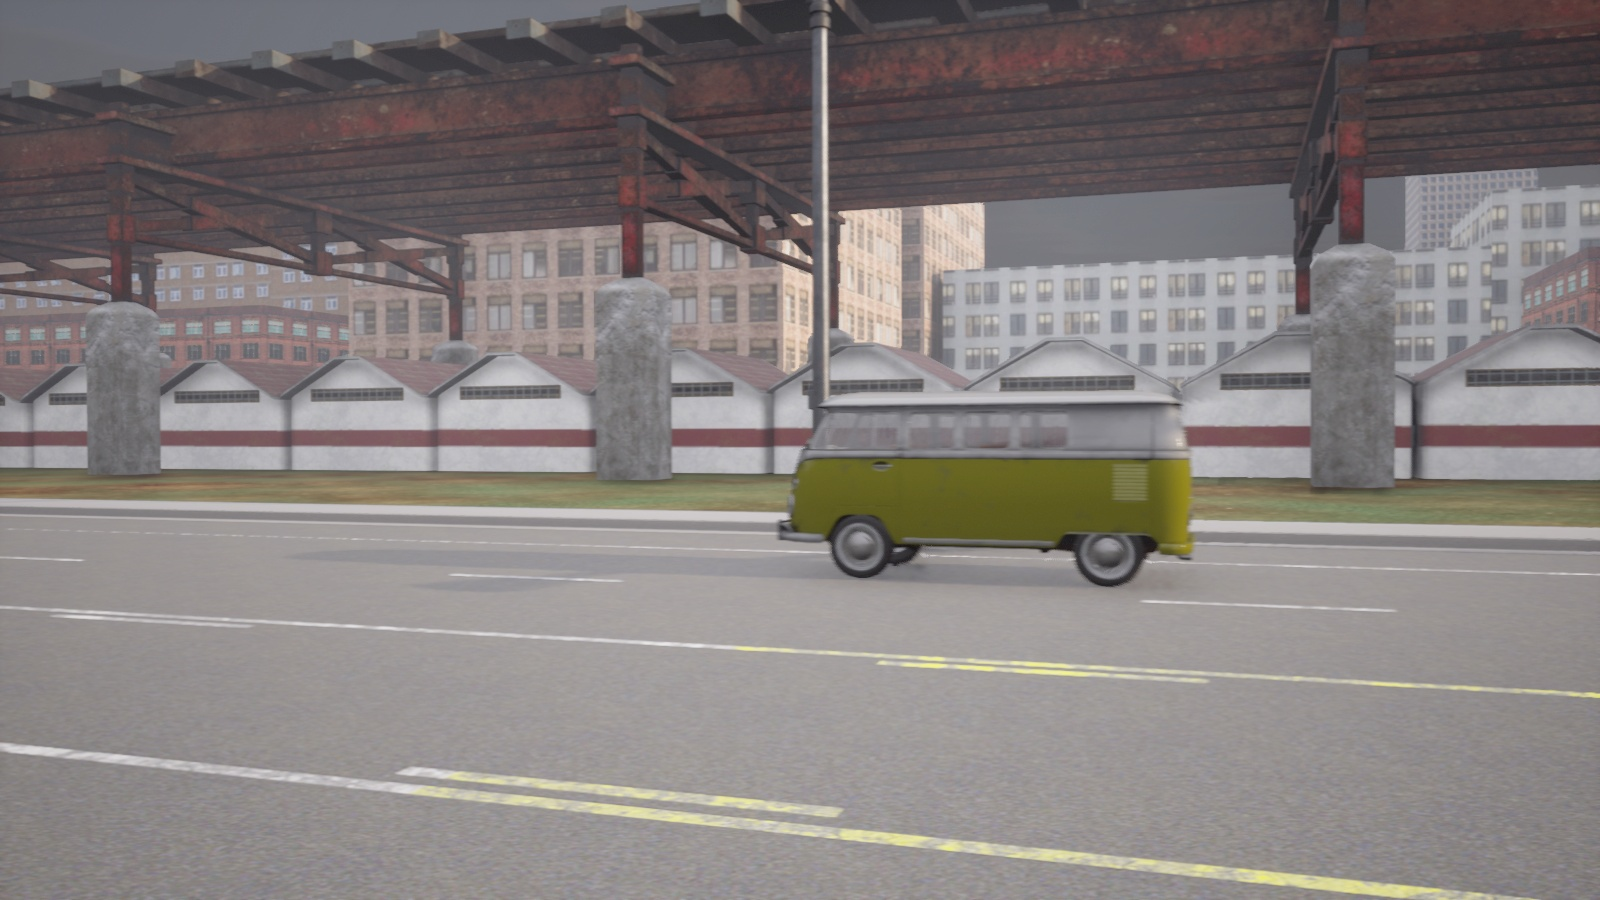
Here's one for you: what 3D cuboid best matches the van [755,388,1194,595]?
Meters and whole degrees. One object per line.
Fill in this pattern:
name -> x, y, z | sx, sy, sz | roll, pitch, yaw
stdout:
van -> 1.912, 0.369, 13.609 | 4.442, 1.987, 1.775 | 1, 1, 18
